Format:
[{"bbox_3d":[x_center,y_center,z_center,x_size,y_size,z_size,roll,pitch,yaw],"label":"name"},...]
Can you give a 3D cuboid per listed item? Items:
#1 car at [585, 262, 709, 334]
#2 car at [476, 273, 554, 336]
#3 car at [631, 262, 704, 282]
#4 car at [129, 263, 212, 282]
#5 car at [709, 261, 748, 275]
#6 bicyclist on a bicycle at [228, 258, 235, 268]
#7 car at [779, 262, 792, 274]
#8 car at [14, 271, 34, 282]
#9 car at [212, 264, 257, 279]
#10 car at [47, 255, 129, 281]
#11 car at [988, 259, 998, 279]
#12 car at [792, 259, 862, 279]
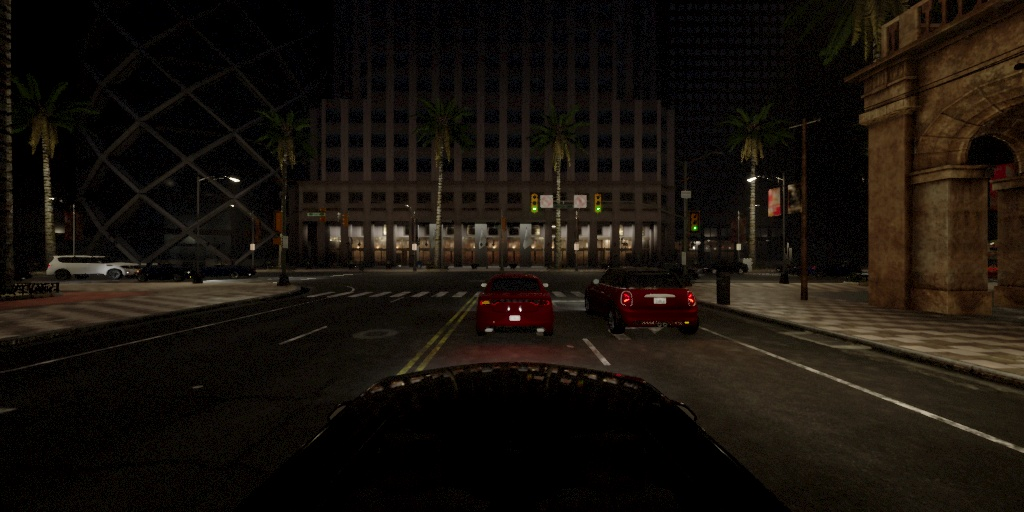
[{"bbox_3d":[3.582,1.102,10.777,2.097,1.767,4.553,0,0,0],"label":"car"},{"bbox_3d":[0.080,1.228,10.434,1.882,1.535,5.008,0,0,0],"label":"car"},{"bbox_3d":[12.325,1.241,28.690,4.902,1.511,2.128,0,0,0],"label":"car"},{"bbox_3d":[-27.013,1.314,28.463,4.181,1.385,1.994,0,0,-4],"label":"car"},{"bbox_3d":[23.170,1.255,39.359,4.892,1.490,1.837,0,0,0],"label":"car"},{"bbox_3d":[-35.750,1.050,45.689,0.582,1.620,1.656,0,0,-12],"label":"bicyclist on a bicycle"},{"bbox_3d":[32.777,1.228,39.327,5.008,1.535,1.882,0,0,0],"label":"car"},{"bbox_3d":[-38.343,1.351,25.714,4.718,1.301,1.895,0,0,-27],"label":"car"},{"bbox_3d":[-25.727,1.351,32.062,4.718,1.301,1.895,0,0,-3],"label":"car"},{"bbox_3d":[-35.342,0.971,30.546,5.566,2.045,2.150,0,0,-19],"label":"car"},{"bbox_3d":[36.681,1.102,28.617,4.553,1.767,2.097,0,0,0],"label":"car"},{"bbox_3d":[28.429,1.102,32.144,4.553,1.767,2.097,0,0,0],"label":"car"}]
